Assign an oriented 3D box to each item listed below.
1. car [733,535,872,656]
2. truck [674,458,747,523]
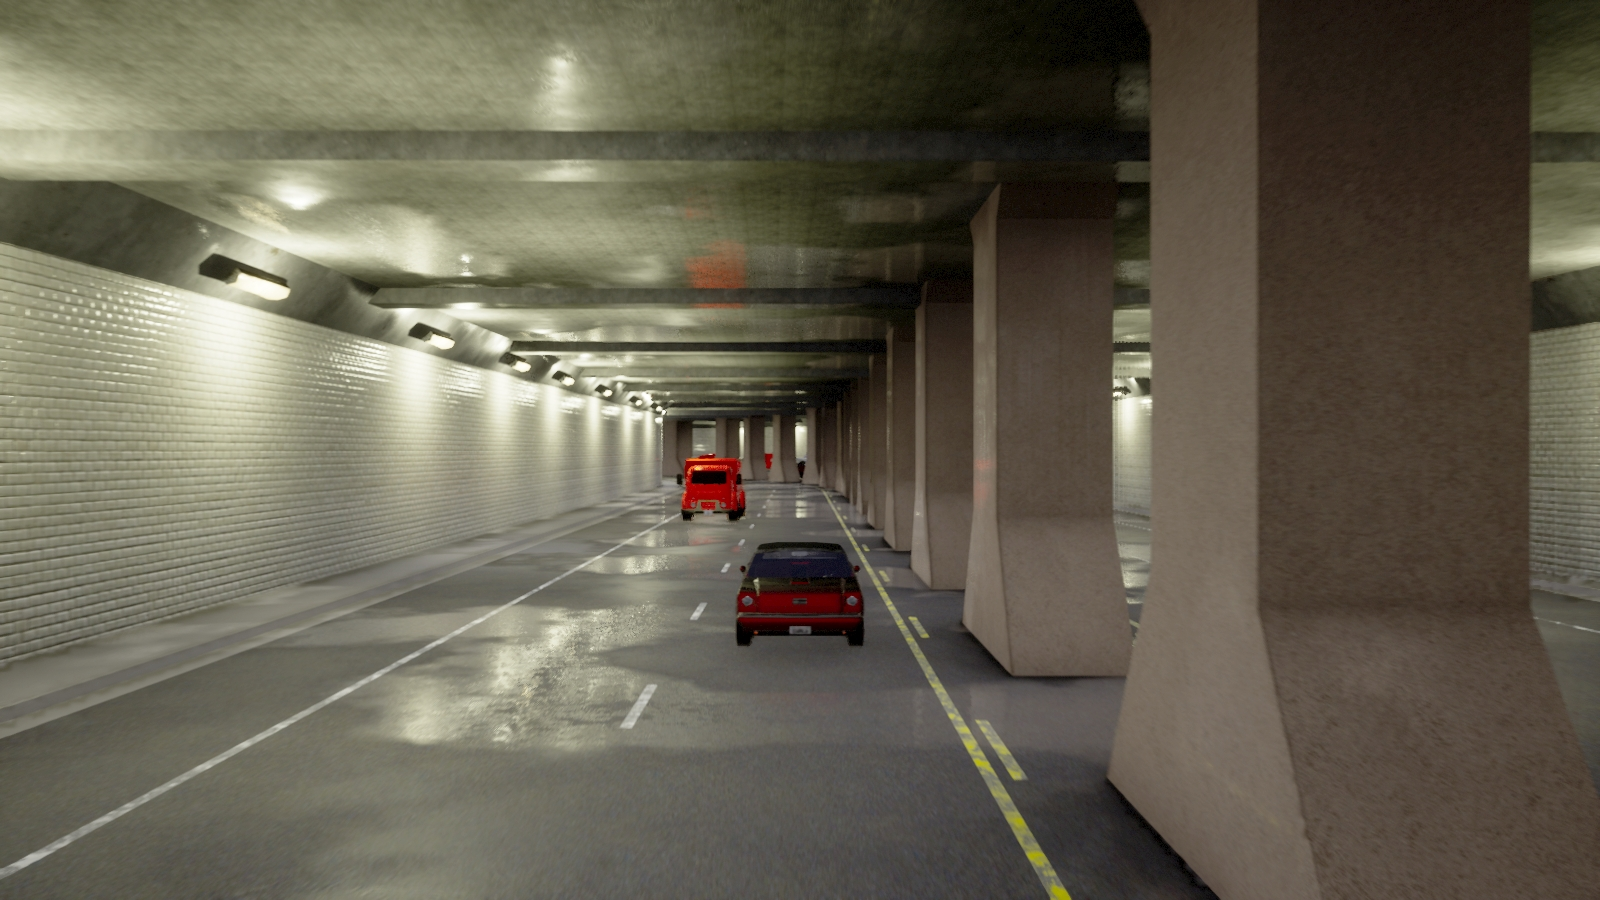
[{"bbox_3d":[0.030,2.155,17.893,1.895,1.301,4.718,0,0,0],"label":"car"},{"bbox_3d":[-3.532,1.568,46.195,2.627,2.467,5.204,0,0,-1],"label":"truck"}]
